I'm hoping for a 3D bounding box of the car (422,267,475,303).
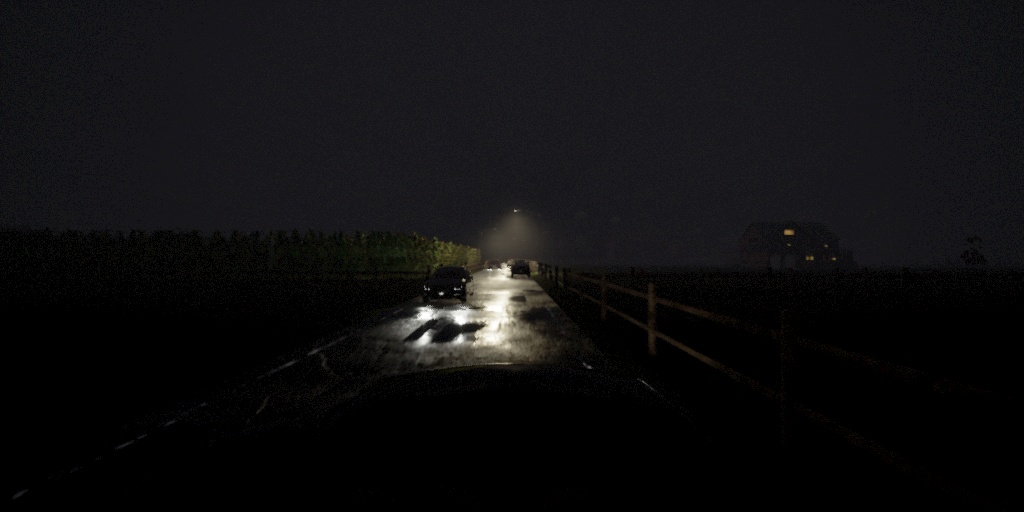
[{"bbox_3d":[-2.847,1.269,16.841,1.837,1.490,4.892,0,0,0],"label":"car"}]

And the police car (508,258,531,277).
[{"bbox_3d":[0.832,1.235,35.979,1.930,1.638,5.238,0,0,0],"label":"police car"}]

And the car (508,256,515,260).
[{"bbox_3d":[0.834,1.203,51.839,2.097,1.767,4.553,0,0,0],"label":"car"}]

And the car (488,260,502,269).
[{"bbox_3d":[-2.776,1.396,58.540,1.812,1.442,4.674,0,0,1],"label":"car"}]
